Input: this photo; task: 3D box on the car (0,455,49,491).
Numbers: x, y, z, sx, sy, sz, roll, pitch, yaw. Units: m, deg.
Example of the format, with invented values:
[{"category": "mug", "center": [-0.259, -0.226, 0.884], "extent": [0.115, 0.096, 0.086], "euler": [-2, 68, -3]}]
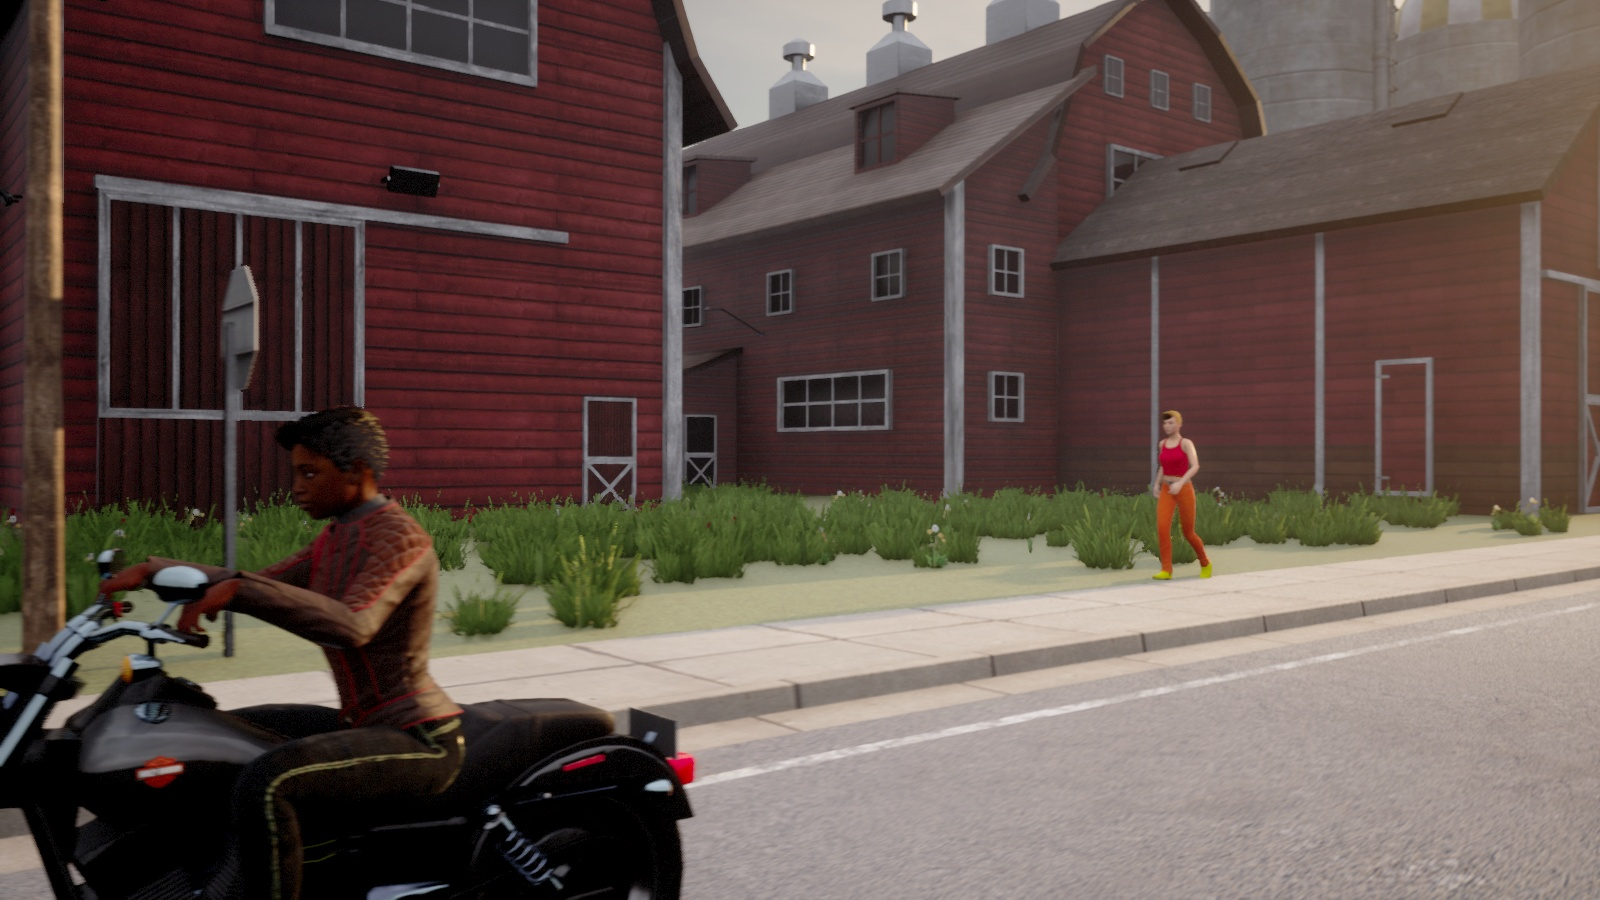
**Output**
[{"category": "car", "center": [-34.328, 0.969, 52.444], "extent": [4.792, 1.488, 2.163], "euler": [0, 0, -39]}]

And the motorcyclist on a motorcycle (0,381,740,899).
[{"category": "motorcyclist on a motorcycle", "center": [-1.308, 0.707, 2.773], "extent": [2.350, 1.649, 0.766], "euler": [0, 0, -39]}]

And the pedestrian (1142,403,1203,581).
[{"category": "pedestrian", "center": [3.936, 0.432, 13.265], "extent": [0.594, 1.836, 0.345], "euler": [0, 0, -41]}]
